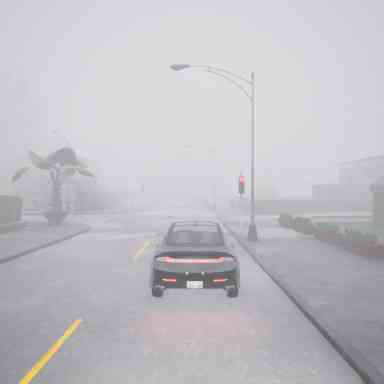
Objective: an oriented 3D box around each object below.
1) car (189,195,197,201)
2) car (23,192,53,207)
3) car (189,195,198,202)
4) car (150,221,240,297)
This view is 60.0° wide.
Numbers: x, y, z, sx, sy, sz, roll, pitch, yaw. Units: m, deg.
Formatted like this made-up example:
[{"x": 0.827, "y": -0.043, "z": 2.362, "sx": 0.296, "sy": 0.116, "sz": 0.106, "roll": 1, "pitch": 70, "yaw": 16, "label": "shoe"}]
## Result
[{"x": 0.331, "y": 1.541, "z": 84.715, "sx": 1.994, "sy": 1.385, "sz": 4.181, "roll": 0, "pitch": 0, "yaw": 0, "label": "car"}, {"x": -19.593, "y": 0.986, "z": 43.003, "sx": 1.905, "sy": 1.878, "sz": 3.866, "roll": 0, "pitch": 0, "yaw": 35, "label": "car"}, {"x": 0.290, "y": 1.465, "z": 74.479, "sx": 1.882, "sy": 1.535, "sz": 5.008, "roll": 0, "pitch": 0, "yaw": 0, "label": "car"}, {"x": 0.084, "y": 1.492, "z": 8.544, "sx": 2.128, "sy": 1.511, "sz": 4.902, "roll": 0, "pitch": 0, "yaw": 1, "label": "car"}]
